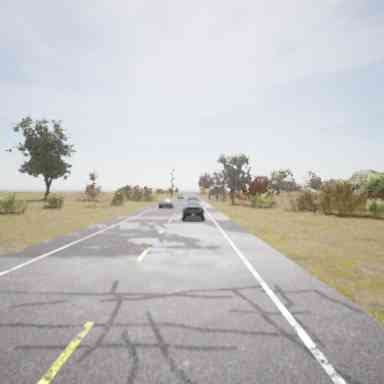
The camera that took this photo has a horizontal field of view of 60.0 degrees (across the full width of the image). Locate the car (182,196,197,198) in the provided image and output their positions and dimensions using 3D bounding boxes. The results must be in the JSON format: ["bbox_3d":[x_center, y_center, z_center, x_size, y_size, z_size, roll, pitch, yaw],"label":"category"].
[{"bbox_3d":[0.100,1.407,45.514,2.097,1.767,4.553,0,0,0],"label":"car"}]

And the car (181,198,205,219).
[{"bbox_3d":[0.099,1.543,29.200,1.837,1.490,4.892,0,0,0],"label":"car"}]

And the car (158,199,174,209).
[{"bbox_3d":[-3.580,1.620,46.605,1.994,1.385,4.181,0,0,0],"label":"car"}]
